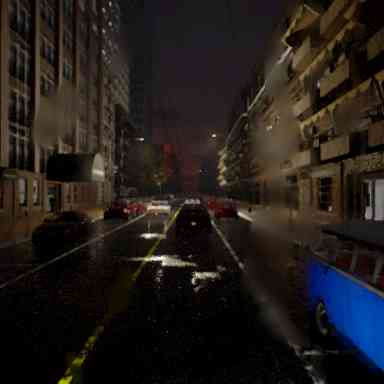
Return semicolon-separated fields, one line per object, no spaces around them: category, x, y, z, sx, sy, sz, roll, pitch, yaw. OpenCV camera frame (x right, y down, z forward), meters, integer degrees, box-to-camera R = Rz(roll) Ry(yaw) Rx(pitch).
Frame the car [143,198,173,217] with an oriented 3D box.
car;-3.022;1.536;30.482;1.895;1.301;4.718;0;0;0

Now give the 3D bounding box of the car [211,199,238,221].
car;2.681;1.525;26.547;1.802;1.307;4.206;1;0;0

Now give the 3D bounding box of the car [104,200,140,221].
car;-5.697;1.385;26.577;1.967;1.590;4.097;1;0;0

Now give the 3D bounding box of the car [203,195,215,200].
car;2.669;1.483;43.518;1.802;1.307;4.206;1;0;0

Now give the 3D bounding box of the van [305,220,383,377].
van;2.700;1.333;3.921;1.690;1.788;3.998;1;0;0

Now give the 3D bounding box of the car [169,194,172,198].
car;-5.727;1.393;66.173;2.008;1.369;4.403;1;0;0

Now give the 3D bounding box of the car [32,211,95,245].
car;-5.691;1.553;15.264;1.802;1.307;4.206;1;0;0

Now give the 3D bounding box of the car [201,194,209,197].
car;2.666;1.436;49.174;2.008;1.369;4.403;1;0;0

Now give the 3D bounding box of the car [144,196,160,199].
car;-5.709;1.343;43.547;1.967;1.590;4.097;1;0;0

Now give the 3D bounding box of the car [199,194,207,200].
car;2.653;1.317;83.281;1.752;1.417;4.829;1;0;0

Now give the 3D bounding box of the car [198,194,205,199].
car;2.600;1.340;94.424;1.802;1.307;4.206;1;0;0

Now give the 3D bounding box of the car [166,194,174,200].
car;-5.742;1.303;88.629;1.752;1.417;4.829;1;0;0

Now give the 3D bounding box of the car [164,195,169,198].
car;-5.722;1.402;60.517;1.887;1.381;4.507;1;0;0

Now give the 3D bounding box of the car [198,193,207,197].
car;2.658;1.406;60.487;2.008;1.369;4.403;1;0;0

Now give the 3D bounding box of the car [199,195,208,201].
car;2.652;1.375;77.455;1.947;1.339;4.313;1;0;0

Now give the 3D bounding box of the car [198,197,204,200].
car;0.071;1.518;37.424;1.895;1.301;4.718;0;0;0

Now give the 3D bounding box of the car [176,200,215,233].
car;0.082;1.438;19.225;1.882;1.535;5.008;0;0;0

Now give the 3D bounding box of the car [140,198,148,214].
car;-5.703;1.514;32.233;1.802;1.307;4.206;1;0;0

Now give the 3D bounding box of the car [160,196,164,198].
car;-5.715;1.453;49.204;1.947;1.339;4.313;1;0;0

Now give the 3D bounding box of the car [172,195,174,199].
car;-5.735;1.361;77.487;2.008;1.369;4.403;1;0;0
